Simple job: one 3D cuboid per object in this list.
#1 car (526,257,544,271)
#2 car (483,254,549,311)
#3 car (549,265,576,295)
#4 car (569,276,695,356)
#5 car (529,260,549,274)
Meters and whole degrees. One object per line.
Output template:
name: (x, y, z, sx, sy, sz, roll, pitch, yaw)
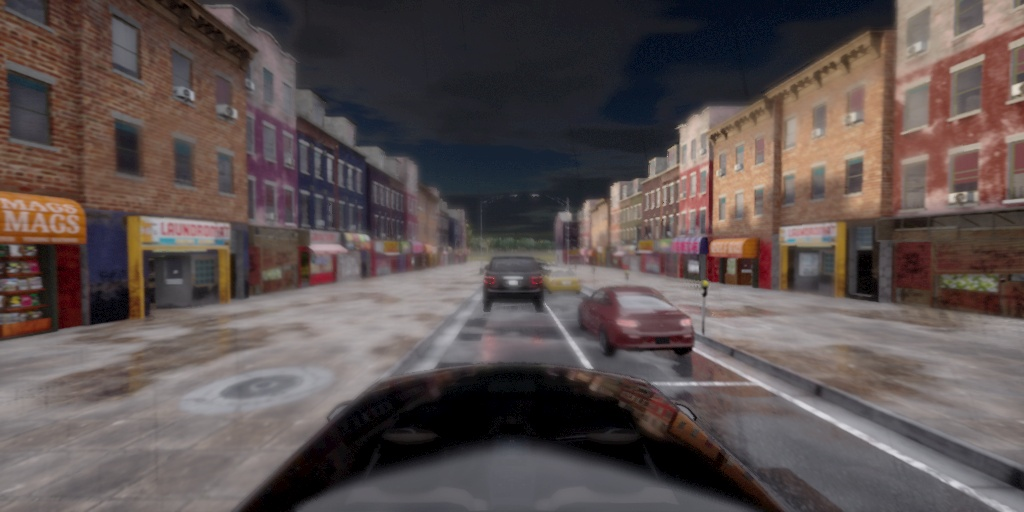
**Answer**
car: (2.990, 1.033, 47.633, 2.097, 1.767, 4.553, 0, 0, 0)
car: (0.065, 0.952, 14.402, 2.150, 2.045, 5.566, 0, 0, 0)
car: (2.637, 1.246, 19.564, 1.751, 1.417, 4.829, 0, 0, 0)
car: (2.637, 1.321, 8.329, 1.802, 1.307, 4.207, 0, 0, 0)
car: (3.022, 1.194, 40.662, 1.837, 1.490, 4.892, 0, 0, 0)
